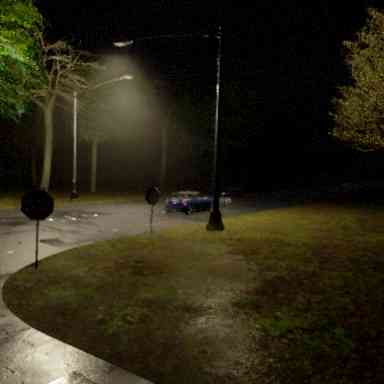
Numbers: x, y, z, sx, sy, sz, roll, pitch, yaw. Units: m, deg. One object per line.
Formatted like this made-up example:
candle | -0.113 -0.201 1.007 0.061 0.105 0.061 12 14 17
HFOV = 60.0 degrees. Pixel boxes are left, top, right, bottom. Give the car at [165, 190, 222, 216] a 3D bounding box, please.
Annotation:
car | 0.012 0.732 25.680 2.097 1.767 4.553 4 4 35

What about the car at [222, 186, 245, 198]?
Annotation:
car | 5.491 -0.023 45.341 2.128 1.511 4.902 4 5 35
